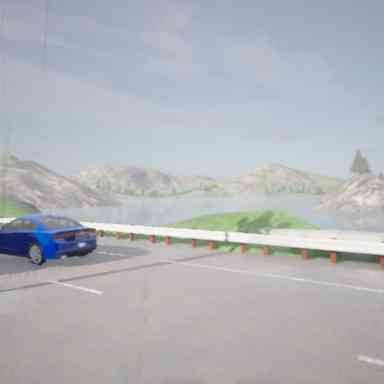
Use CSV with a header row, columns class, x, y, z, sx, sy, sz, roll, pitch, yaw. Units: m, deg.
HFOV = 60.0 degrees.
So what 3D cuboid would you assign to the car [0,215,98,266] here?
class,x,y,z,sx,sy,sz,roll,pitch,yaw
car,-5.572,1.555,11.931,5.008,1.535,1.882,-1,0,33
